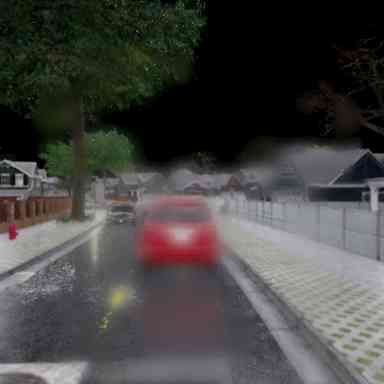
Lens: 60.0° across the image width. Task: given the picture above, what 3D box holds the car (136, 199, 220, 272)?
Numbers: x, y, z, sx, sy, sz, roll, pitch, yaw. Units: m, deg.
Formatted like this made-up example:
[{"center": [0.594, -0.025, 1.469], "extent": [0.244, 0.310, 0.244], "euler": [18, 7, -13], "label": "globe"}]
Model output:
[{"center": [-0.432, 1.242, 11.004], "extent": [2.150, 2.045, 5.566], "euler": [0, 0, -4], "label": "car"}]

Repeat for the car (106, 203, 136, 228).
[{"center": [-4.651, 1.551, 22.595], "extent": [1.837, 1.490, 4.892], "euler": [0, 0, -9], "label": "car"}]

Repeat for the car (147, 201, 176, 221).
[{"center": [-2.798, 1.603, 29.305], "extent": [2.033, 1.411, 5.357], "euler": [0, 0, -10], "label": "car"}]
